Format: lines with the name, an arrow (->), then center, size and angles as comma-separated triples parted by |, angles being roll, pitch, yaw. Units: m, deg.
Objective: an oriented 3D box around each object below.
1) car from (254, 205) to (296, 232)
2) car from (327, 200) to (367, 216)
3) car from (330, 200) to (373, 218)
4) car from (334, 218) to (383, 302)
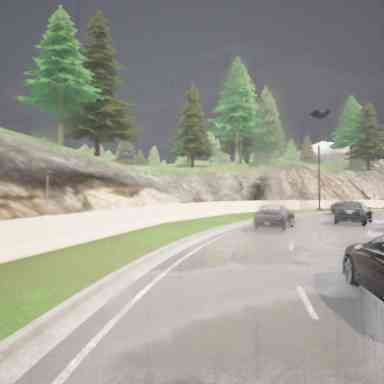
car -> 5.194, 1.542, 20.573 | 2.128, 1.511, 4.902 | 0, 0, 25
car -> 16.486, 1.645, 35.276 | 4.902, 1.511, 2.128 | 1, 0, -43
car -> 12.119, 1.464, 24.821 | 2.097, 1.767, 4.553 | 1, 0, 34
car -> 4.483, 1.532, 6.514 | 2.128, 1.511, 4.902 | 0, 0, 9
